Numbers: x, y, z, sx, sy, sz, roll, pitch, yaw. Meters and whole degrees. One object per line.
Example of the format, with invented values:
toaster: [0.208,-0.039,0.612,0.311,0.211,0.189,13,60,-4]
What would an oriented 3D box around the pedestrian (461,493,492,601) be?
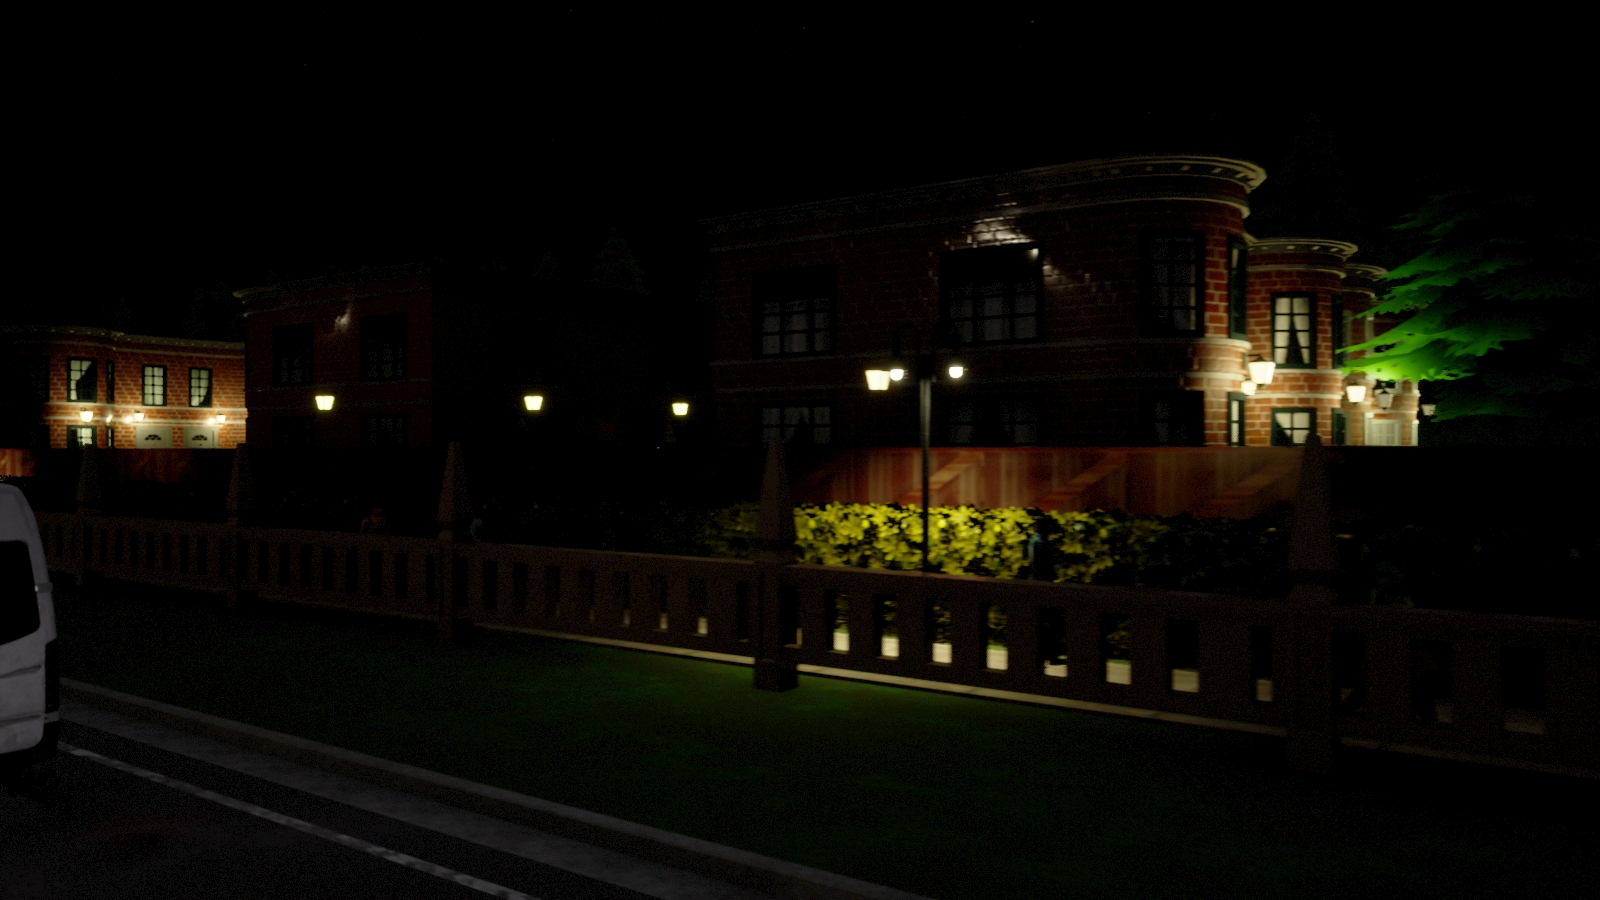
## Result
pedestrian: [-5.683,1.698,20.099,0.375,1.860,0.375,0,0,37]

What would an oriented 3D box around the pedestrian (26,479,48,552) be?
pedestrian: [-19.892,1.700,29.781,0.375,1.860,0.375,0,0,35]

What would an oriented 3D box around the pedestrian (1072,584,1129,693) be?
pedestrian: [3.342,2.077,12.690,0.500,1.100,0.500,0,0,29]

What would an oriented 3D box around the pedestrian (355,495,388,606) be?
pedestrian: [-7.298,1.698,19.456,0.375,1.860,0.375,0,0,35]

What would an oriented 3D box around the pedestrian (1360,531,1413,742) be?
pedestrian: [5.403,1.696,10.526,0.375,1.860,0.375,0,0,37]

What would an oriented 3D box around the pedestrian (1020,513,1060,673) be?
pedestrian: [2.879,1.695,13.711,0.375,1.860,0.375,0,0,30]

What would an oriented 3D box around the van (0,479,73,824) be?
van: [-8.723,1.535,9.888,5.915,2.561,1.988,0,0,35]
